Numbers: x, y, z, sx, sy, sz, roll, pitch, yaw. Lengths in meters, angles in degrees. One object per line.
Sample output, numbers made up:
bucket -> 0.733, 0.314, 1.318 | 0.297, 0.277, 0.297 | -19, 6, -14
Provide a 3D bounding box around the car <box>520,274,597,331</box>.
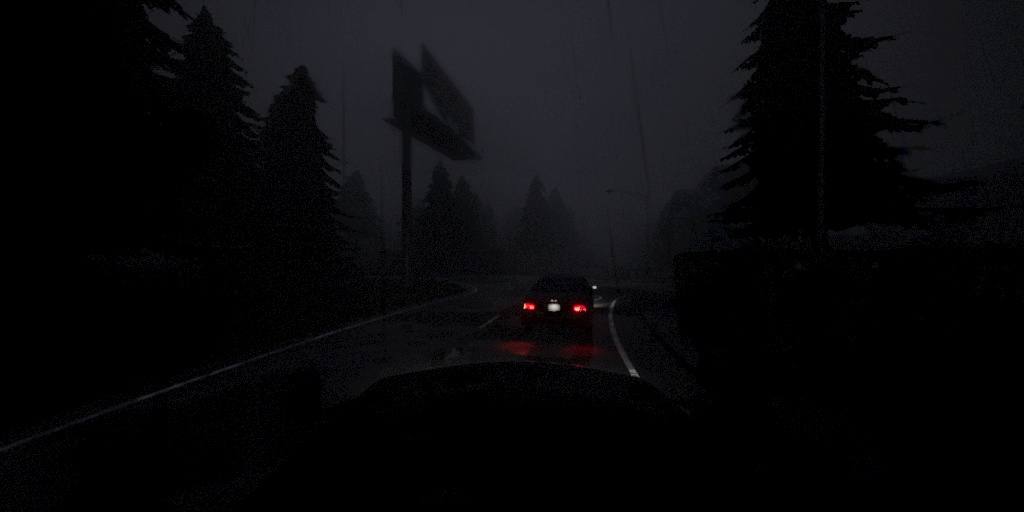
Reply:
car -> 1.537, 1.244, 10.880 | 2.033, 1.411, 5.357 | 0, 0, 13
